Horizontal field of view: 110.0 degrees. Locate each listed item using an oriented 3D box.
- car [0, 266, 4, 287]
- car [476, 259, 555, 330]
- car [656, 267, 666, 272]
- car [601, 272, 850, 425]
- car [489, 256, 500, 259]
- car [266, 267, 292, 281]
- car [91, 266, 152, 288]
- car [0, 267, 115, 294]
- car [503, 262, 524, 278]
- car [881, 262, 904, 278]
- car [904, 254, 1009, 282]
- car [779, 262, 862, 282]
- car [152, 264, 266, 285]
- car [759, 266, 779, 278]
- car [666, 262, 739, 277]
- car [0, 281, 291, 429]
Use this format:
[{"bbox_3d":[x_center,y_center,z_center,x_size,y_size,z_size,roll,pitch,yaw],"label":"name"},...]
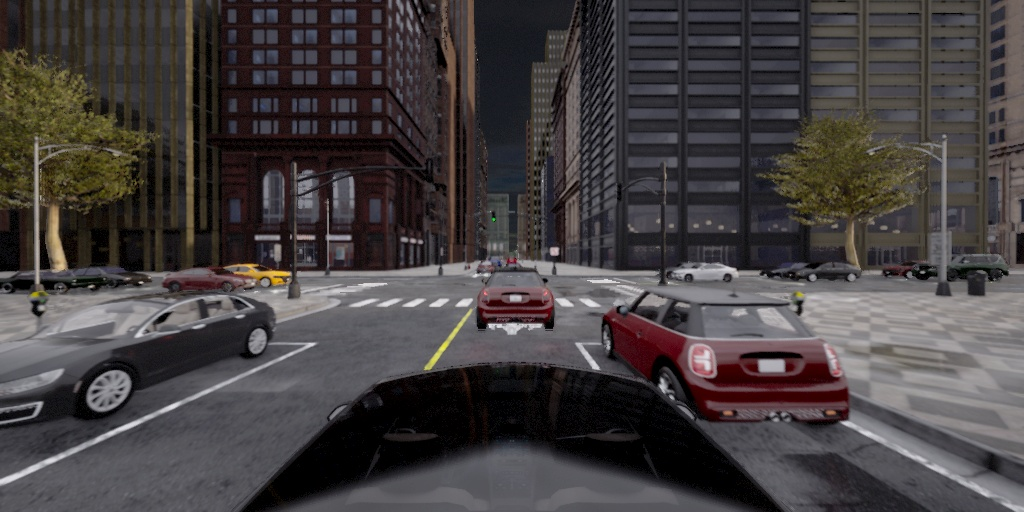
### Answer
[{"bbox_3d":[-37.913,1.415,23.805,5.357,1.411,2.033,0,0,-1],"label":"car"},{"bbox_3d":[0.097,1.106,11.303,2.097,1.767,4.553,0,0,0],"label":"car"},{"bbox_3d":[14.698,1.224,30.603,4.674,1.442,1.812,0,0,0],"label":"car"},{"bbox_3d":[2.763,1.191,5.748,1.967,1.591,4.097,0,0,0],"label":"car"},{"bbox_3d":[-3.026,1.026,61.412,2.150,2.045,5.566,0,0,0],"label":"car"},{"bbox_3d":[-17.337,1.287,23.838,5.008,1.535,1.882,0,0,1],"label":"car"},{"bbox_3d":[-27.279,1.385,23.826,5.357,1.411,2.033,0,0,0],"label":"car"},{"bbox_3d":[-26.361,1.450,20.576,4.718,1.301,1.895,0,0,0],"label":"car"},{"bbox_3d":[0.162,1.333,35.516,1.994,1.385,4.181,0,0,0],"label":"car"},{"bbox_3d":[34.590,1.132,30.630,5.008,1.535,1.882,0,0,0],"label":"car"},{"bbox_3d":[34.115,0.892,27.381,5.566,2.045,2.150,0,0,0],"label":"car"},{"bbox_3d":[23.686,1.198,27.368,4.892,1.490,1.837,0,0,0],"label":"car"},{"bbox_3d":[-17.261,1.350,20.592,4.674,1.442,1.812,0,0,-2],"label":"car"},{"bbox_3d":[24.288,1.224,30.623,5.357,1.411,2.033,0,0,0],"label":"car"},{"bbox_3d":[14.663,1.238,27.360,4.674,1.442,1.812,0,0,1],"label":"car"},{"bbox_3d":[-5.762,1.302,5.749,2.007,1.370,4.403,0,0,0],"label":"car"}]
